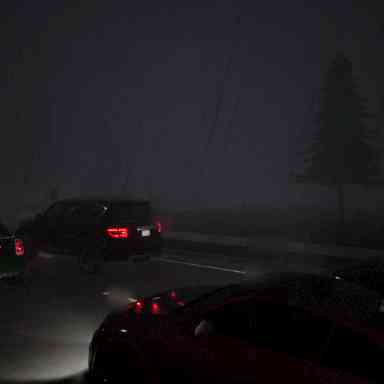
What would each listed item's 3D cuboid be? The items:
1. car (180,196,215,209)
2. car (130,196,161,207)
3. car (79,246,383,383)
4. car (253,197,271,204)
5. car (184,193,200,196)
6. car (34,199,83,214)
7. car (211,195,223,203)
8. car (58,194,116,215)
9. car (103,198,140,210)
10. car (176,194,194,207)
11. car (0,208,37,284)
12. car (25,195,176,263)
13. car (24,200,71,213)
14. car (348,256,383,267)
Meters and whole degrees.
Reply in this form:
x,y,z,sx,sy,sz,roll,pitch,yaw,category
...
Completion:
x,y,z,sx,sy,sz,roll,pitch,yaw,category
0.797,1.564,45.236,1.994,1.385,4.181,0,0,36,car
-7.216,1.477,52.066,1.882,1.535,5.008,0,0,36,car
0.865,1.564,3.371,4.181,1.385,1.994,0,0,35,car
13.056,1.601,61.865,1.994,1.385,4.181,0,0,36,car
-0.678,1.221,55.078,2.150,2.045,5.566,0,0,36,car
-14.461,1.526,36.210,1.812,1.442,4.674,0,0,36,car
4.560,1.351,68.037,2.097,1.767,4.553,0,0,36,car
-10.946,1.221,35.088,2.150,2.045,5.566,0,0,36,car
-9.171,1.526,43.454,1.812,1.442,4.674,0,0,36,car
-2.254,1.477,46.992,1.882,1.535,5.008,0,0,36,car
-6.188,1.352,8.364,4.553,1.767,2.097,0,0,36,car
-3.445,1.221,10.707,5.566,2.045,2.150,0,0,36,car
-16.833,1.601,38.898,1.895,1.301,4.718,0,0,36,car
4.734,1.478,4.913,5.008,1.535,1.882,0,0,35,car
